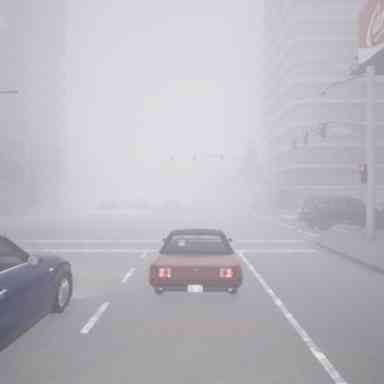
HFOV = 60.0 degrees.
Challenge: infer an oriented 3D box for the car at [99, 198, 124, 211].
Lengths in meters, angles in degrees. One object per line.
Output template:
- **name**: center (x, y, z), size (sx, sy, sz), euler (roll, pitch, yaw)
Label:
- **car**: center (-10.474, 1.574, 42.760), size (1.837, 1.490, 4.892), euler (0, 0, 0)

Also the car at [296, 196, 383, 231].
- **car**: center (9.292, 1.254, 20.470), size (5.566, 2.045, 2.150), euler (0, 0, 0)

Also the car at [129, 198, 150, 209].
- **car**: center (-6.947, 1.567, 46.373), size (2.128, 1.511, 4.902), euler (0, 0, 1)

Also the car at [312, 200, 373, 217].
- **car**: center (14.056, 1.555, 31.182), size (4.892, 1.490, 1.837), euler (0, 0, 0)

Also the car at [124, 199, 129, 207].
- **car**: center (-10.435, 1.685, 52.016), size (1.895, 1.301, 4.718), euler (0, 0, 1)

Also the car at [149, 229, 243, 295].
- **car**: center (0.142, 1.615, 8.764), size (1.895, 1.301, 4.718), euler (0, 0, 2)

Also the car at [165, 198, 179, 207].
- **car**: center (-3.275, 1.653, 54.869), size (1.994, 1.385, 4.181), euler (0, 0, 0)

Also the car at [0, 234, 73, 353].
- **car**: center (-3.429, 1.359, 4.786), size (2.097, 1.767, 4.553), euler (0, 0, 1)
